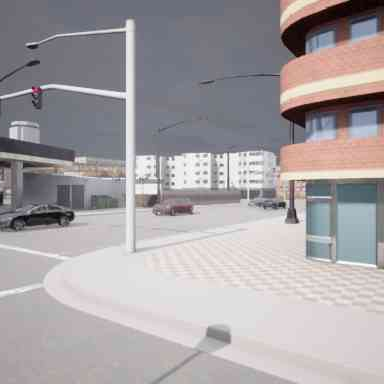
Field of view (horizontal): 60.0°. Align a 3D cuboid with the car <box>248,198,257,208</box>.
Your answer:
[{"bbox_3d":[9.829,1.525,48.606,1.812,1.442,4.674,0,0,35],"label":"car"}]

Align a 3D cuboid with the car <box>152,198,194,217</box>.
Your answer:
[{"bbox_3d":[-1.741,1.353,31.936,2.097,1.767,4.553,0,0,35],"label":"car"}]

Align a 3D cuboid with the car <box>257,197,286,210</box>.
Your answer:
[{"bbox_3d":[10.870,1.491,43.704,2.128,1.511,4.902,0,0,35],"label":"car"}]

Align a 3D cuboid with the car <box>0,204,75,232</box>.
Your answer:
[{"bbox_3d":[-9.602,1.491,20.477,2.128,1.511,4.902,0,0,34],"label":"car"}]
